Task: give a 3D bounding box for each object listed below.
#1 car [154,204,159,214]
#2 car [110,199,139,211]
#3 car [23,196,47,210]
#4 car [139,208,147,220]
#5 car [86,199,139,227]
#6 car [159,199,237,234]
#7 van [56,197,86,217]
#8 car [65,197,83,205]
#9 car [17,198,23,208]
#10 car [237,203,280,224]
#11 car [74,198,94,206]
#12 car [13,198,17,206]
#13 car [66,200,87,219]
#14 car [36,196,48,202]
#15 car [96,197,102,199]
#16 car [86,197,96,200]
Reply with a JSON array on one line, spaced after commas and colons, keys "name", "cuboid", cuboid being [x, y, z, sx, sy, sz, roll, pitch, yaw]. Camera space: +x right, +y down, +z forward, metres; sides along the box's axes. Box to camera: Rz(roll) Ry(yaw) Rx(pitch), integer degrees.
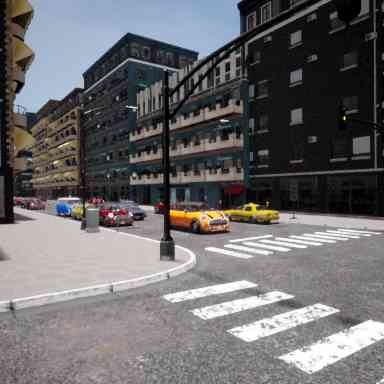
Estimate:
[{"name": "car", "cuboid": [-2.177, 1.441, 33.335, 1.967, 1.590, 4.097, -1, 1, -35]}, {"name": "car", "cuboid": [-8.603, 1.581, 42.348, 2.008, 1.369, 4.403, -1, 1, -35]}, {"name": "car", "cuboid": [-21.854, 1.628, 46.494, 1.967, 1.590, 4.097, -1, 1, -35]}, {"name": "car", "cuboid": [-5.796, 1.630, 28.442, 2.033, 1.411, 5.357, -1, 0, -35]}, {"name": "car", "cuboid": [-5.787, 1.553, 23.965, 1.967, 1.590, 4.097, -1, 1, -35]}, {"name": "car", "cuboid": [0.203, 1.409, 20.022, 2.097, 1.767, 4.553, -1, 0, -35]}, {"name": "van", "cuboid": [-12.215, 1.483, 32.975, 1.690, 1.788, 3.998, -1, 1, -35]}, {"name": "car", "cuboid": [-21.456, 1.645, 60.371, 2.008, 1.369, 4.403, -1, 1, -35]}, {"name": "car", "cuboid": [-25.065, 1.770, 51.000, 1.947, 1.339, 4.313, -1, 1, -35]}, {"name": "car", "cuboid": [4.152, 1.498, 24.463, 1.752, 1.417, 4.829, -1, 1, -35]}, {"name": "car", "cuboid": [-18.243, 1.644, 55.865, 1.947, 1.339, 4.313, -1, 1, -35]}, {"name": "car", "cuboid": [-31.492, 1.782, 60.012, 1.887, 1.381, 4.507, -1, 1, -35]}, {"name": "car", "cuboid": [-8.900, 1.652, 28.333, 1.752, 1.417, 4.829, -1, 1, -35]}, {"name": "car", "cuboid": [-37.523, 1.728, 82.901, 1.887, 1.381, 4.507, -1, 1, -35]}, {"name": "car", "cuboid": [-15.031, 1.502, 51.358, 1.967, 1.590, 4.097, -1, 1, -35]}, {"name": "car", "cuboid": [-13.355, 1.469, 39.068, 2.097, 1.767, 4.553, -1, 1, -35]}]
